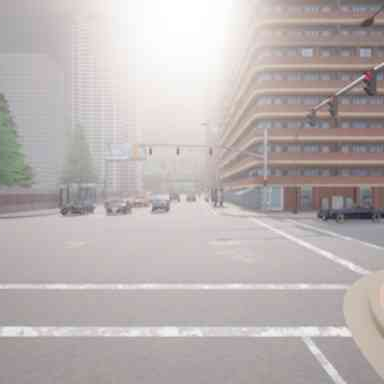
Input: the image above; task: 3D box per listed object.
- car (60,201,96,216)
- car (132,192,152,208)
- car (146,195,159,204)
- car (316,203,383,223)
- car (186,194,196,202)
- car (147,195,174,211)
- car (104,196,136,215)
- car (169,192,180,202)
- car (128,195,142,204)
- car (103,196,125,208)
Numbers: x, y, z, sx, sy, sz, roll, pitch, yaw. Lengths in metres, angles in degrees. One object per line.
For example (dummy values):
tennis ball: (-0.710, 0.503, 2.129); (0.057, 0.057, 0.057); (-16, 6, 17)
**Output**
car: (-10.730, 1.510, 31.522); (1.895, 1.301, 4.718); (0, 0, 2)
car: (-7.204, 1.221, 45.964); (2.097, 1.767, 4.553); (0, 0, 0)
car: (-7.208, 1.350, 61.333); (1.812, 1.442, 4.674); (0, 0, 0)
car: (11.364, 1.478, 23.713); (4.718, 1.301, 1.895); (0, 0, -13)
car: (-0.174, 1.150, 70.185); (2.097, 1.767, 4.553); (0, 0, 0)
car: (-3.495, 1.438, 38.287); (2.033, 1.411, 5.357); (0, 0, 0)
car: (-7.092, 1.399, 32.434); (2.128, 1.511, 4.902); (0, 0, -2)
car: (-3.672, 1.023, 69.395); (2.150, 2.045, 5.566); (0, 0, 0)
car: (-10.700, 1.347, 62.686); (1.812, 1.442, 4.674); (0, 1, 0)
car: (-10.702, 1.346, 45.833); (1.882, 1.535, 5.008); (0, 0, 0)
